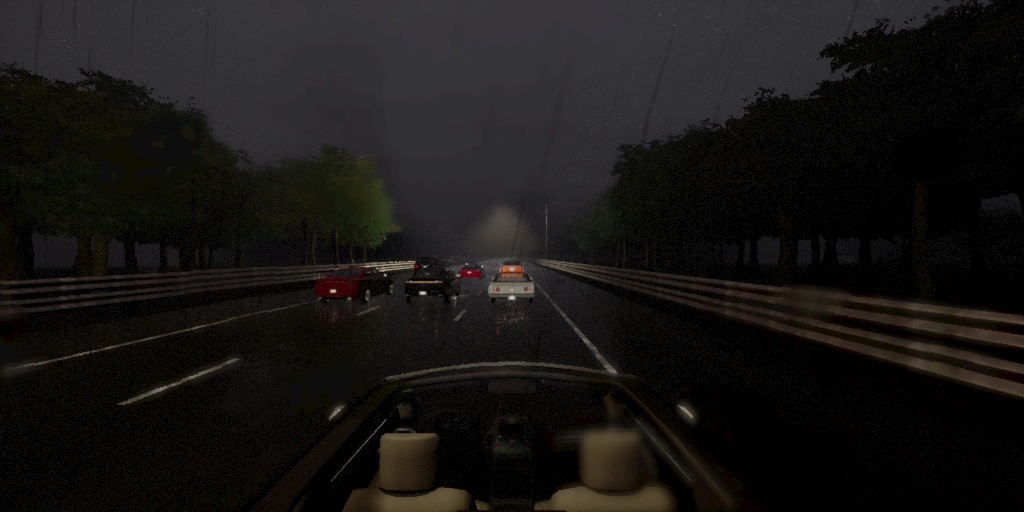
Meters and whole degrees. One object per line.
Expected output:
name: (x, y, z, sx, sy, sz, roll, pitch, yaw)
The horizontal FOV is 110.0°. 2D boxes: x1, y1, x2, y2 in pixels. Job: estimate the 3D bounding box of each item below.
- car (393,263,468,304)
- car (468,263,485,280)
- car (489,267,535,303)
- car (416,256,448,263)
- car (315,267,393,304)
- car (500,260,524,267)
car: (-3.500, 1.245, 16.500, 2.128, 1.511, 4.902, 0, 0, 0)
car: (-3.500, 1.322, 31.500, 1.994, 1.385, 4.181, 0, 0, 0)
car: (0.000, 1.366, 16.530, 1.895, 1.301, 4.718, 0, 0, 0)
car: (-7.000, 1.008, 31.530, 2.150, 2.045, 5.566, 0, 0, 0)
car: (-7.000, 1.235, 16.500, 1.882, 1.535, 5.008, 0, 0, 0)
car: (0.000, 1.116, 31.470, 2.097, 1.767, 4.553, 0, 0, 0)
